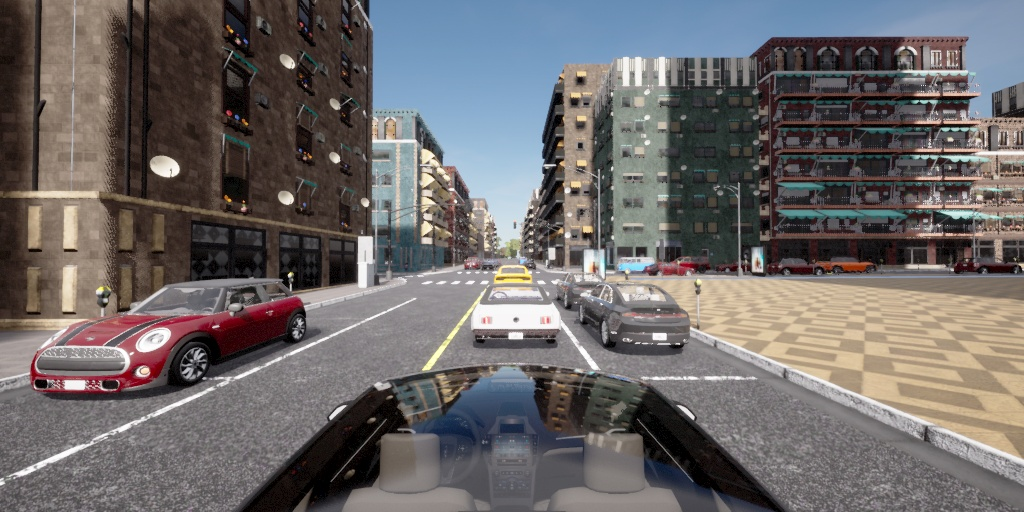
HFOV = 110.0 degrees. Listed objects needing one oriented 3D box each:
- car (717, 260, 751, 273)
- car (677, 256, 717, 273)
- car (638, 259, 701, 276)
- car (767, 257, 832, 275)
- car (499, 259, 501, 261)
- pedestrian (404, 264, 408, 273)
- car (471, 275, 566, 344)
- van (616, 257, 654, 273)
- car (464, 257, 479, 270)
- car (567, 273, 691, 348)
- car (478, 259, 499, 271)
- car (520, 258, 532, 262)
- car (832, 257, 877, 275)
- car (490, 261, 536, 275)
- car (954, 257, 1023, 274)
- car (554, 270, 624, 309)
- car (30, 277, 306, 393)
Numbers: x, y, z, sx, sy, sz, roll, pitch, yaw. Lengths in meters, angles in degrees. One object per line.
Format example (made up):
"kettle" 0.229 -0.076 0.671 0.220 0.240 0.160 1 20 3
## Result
"car" 24.743 1.165 39.565 4.507 1.381 1.888 0 0 0
"car" 19.215 0.977 39.593 5.009 1.841 2.192 0 0 0
"car" 13.644 1.163 31.240 4.207 1.307 1.802 0 0 0
"car" 24.699 0.935 31.185 4.097 1.591 1.967 0 0 0
"car" -3.208 1.319 61.790 2.033 1.411 5.357 0 0 0
"pedestrian" -12.618 1.097 42.714 0.375 1.860 0.375 0 0 0
"car" 0.082 1.353 9.603 1.895 1.301 4.718 0 0 0
"van" 13.688 1.046 39.620 3.998 1.789 1.690 0 0 0
"car" -5.800 1.083 52.804 2.192 1.841 5.009 0 0 0
"car" 2.805 1.303 9.020 2.007 1.370 4.403 0 0 0
"car" -3.222 1.368 50.474 1.895 1.301 4.718 0 0 1
"car" 2.580 1.334 52.782 1.948 1.339 4.313 0 0 0
"car" 31.387 0.835 33.757 4.553 1.767 2.097 0 -1 0
"car" 0.055 1.233 19.056 1.882 1.535 5.008 0 0 0
"car" 41.281 0.811 31.102 4.097 1.591 1.967 0 0 0
"car" 2.793 1.304 14.590 2.007 1.370 4.403 0 0 0
"car" -5.830 1.191 6.765 1.967 1.591 4.097 0 0 0
